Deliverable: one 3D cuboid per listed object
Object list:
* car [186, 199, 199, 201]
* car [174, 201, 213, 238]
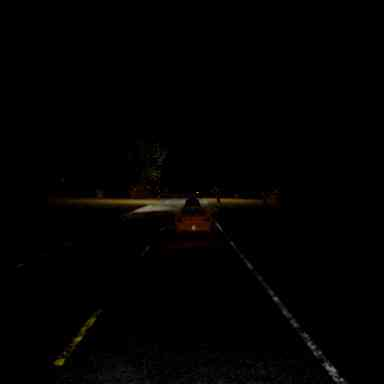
[{"bbox_3d":[0.061,1.456,34.675,1.837,1.490,4.892,0,1,0],"label":"car"},{"bbox_3d":[0.082,1.454,17.590,1.882,1.535,5.008,0,0,0],"label":"car"}]
